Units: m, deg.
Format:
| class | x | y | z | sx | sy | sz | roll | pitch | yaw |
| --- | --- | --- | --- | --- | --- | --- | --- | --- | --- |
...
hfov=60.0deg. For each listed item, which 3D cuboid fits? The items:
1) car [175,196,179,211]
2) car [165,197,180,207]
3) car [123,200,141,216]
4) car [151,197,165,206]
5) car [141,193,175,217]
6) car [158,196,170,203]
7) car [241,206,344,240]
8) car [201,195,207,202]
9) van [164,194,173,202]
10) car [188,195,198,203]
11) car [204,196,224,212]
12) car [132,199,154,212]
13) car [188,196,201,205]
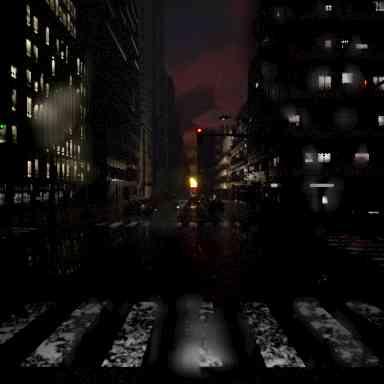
| class | x | y | z | sx | sy | sz | roll | pitch | yaw |
| --- | --- | --- | --- | --- | --- | --- | --- | --- | --- |
| car | -3.016 | 1.210 | 41.594 | 2.150 | 2.045 | 5.566 | 0 | 0 | 0 |
| car | -2.990 | 1.534 | 52.138 | 2.033 | 1.411 | 5.357 | 0 | 0 | 0 |
| car | -5.642 | 1.516 | 32.814 | 1.752 | 1.417 | 4.829 | -1 | 0 | 0 |
| car | -5.598 | 1.530 | 55.602 | 1.887 | 1.381 | 4.507 | -1 | 0 | 0 |
| car | -3.045 | 1.212 | 31.115 | 2.150 | 2.045 | 5.566 | 0 | 0 | 0 |
| car | -5.576 | 1.528 | 66.911 | 1.887 | 1.381 | 4.507 | -1 | 0 | 0 |
| car | 5.025 | 1.480 | 17.049 | 5.008 | 1.535 | 1.882 | 1 | 1 | 21 |
| car | 2.813 | 1.422 | 72.551 | 1.967 | 1.590 | 4.097 | -1 | 0 | 0 |
| van | -5.558 | 1.322 | 78.221 | 1.690 | 1.788 | 3.998 | -1 | 0 | 0 |
| car | 0.193 | 1.488 | 70.928 | 2.128 | 1.511 | 4.902 | 0 | 0 | 0 |
| car | 2.749 | 1.540 | 38.623 | 2.008 | 1.369 | 4.403 | -1 | 0 | 0 |
| car | -5.631 | 1.555 | 38.639 | 1.947 | 1.339 | 4.313 | -1 | 0 | 0 |
| car | 0.214 | 1.462 | 60.030 | 1.882 | 1.535 | 5.008 | 0 | 0 | 0 |
